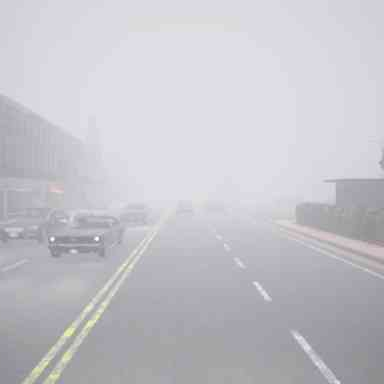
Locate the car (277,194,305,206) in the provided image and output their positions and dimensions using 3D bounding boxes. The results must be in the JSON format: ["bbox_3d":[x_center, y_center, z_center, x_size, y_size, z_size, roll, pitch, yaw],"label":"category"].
[{"bbox_3d":[16.450,1.249,54.220,3.866,1.878,1.905,0,0,-3],"label":"car"}]

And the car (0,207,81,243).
[{"bbox_3d":[-7.447,1.521,16.317,2.128,1.511,4.902,0,0,0],"label":"car"}]

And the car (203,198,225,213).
[{"bbox_3d":[2.662,1.630,38.411,1.994,1.385,4.181,0,0,-2],"label":"car"}]

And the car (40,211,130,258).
[{"bbox_3d":[-3.895,1.624,13.017,1.895,1.301,4.718,0,0,-1],"label":"car"}]

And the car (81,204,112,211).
[{"bbox_3d":[-7.715,1.646,26.170,1.895,1.301,4.718,0,0,-1],"label":"car"}]

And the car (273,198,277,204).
[{"bbox_3d":[16.356,1.251,57.113,4.605,1.855,1.932,0,0,-3],"label":"car"}]

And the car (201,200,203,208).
[{"bbox_3d":[2.378,1.561,48.443,1.882,1.535,5.008,0,0,-1],"label":"car"}]

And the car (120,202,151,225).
[{"bbox_3d":[-4.105,1.549,24.643,1.837,1.490,4.892,0,0,-1],"label":"car"}]

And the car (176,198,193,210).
[{"bbox_3d":[-1.012,1.569,44.878,2.128,1.511,4.902,0,0,-1],"label":"car"}]

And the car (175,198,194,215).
[{"bbox_3d":[-0.735,1.607,34.277,2.033,1.411,5.357,0,0,-2],"label":"car"}]
